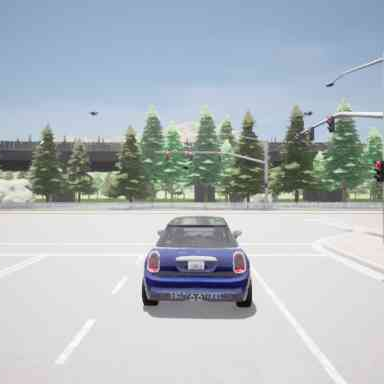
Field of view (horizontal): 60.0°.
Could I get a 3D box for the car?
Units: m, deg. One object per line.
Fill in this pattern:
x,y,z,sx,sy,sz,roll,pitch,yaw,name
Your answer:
0.173,1.351,8.152,2.097,1.767,4.553,0,0,3,car
